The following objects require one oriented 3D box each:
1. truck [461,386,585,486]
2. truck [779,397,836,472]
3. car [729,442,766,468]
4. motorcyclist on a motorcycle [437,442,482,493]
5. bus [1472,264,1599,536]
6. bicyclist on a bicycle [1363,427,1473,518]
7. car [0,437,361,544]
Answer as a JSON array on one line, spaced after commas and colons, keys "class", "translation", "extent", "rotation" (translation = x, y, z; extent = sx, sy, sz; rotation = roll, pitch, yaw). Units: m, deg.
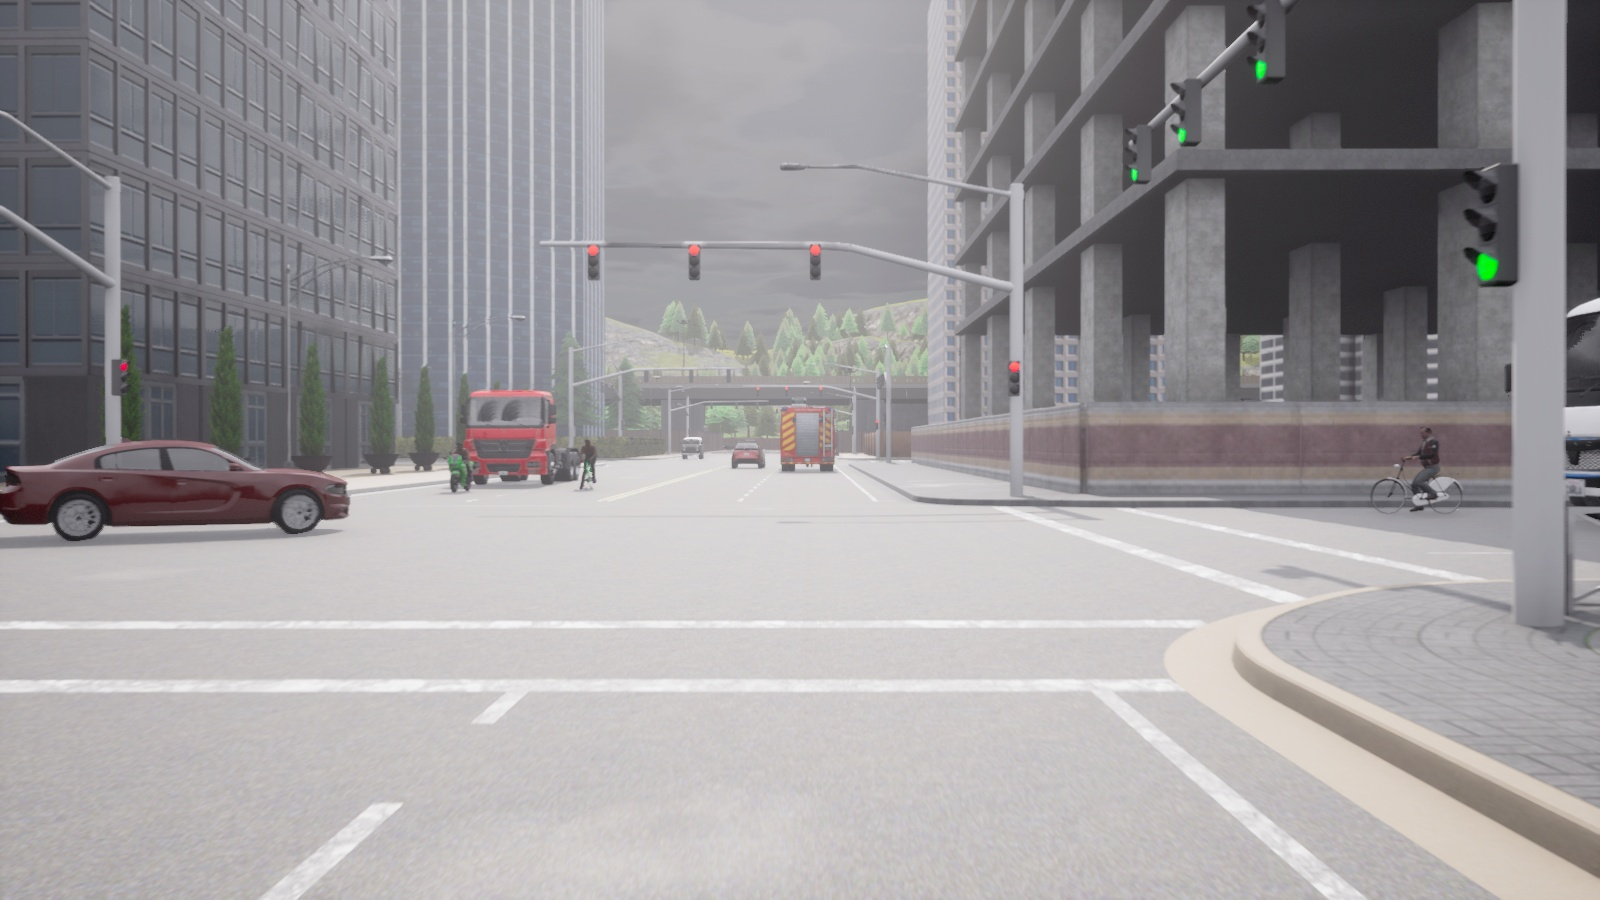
[{"class": "truck", "translation": [-10.220, -0.510, 47.198], "extent": [2.891, 3.462, 7.936], "rotation": [0, 0, 0]}, {"class": "truck", "translation": [0.405, -0.804, 68.460], "extent": [2.891, 3.827, 8.468], "rotation": [0, 0, 0]}, {"class": "car", "translation": [-3.063, 0.273, 74.103], "extent": [2.007, 1.525, 4.514], "rotation": [0, 0, 0]}, {"class": "motorcyclist on a motorcycle", "translation": [-10.269, 0.507, 37.928], "extent": [0.797, 1.523, 2.044], "rotation": [0, 0, 0]}, {"class": "bus", "translation": [17.676, -0.792, 21.428], "extent": [10.273, 4.253, 3.944], "rotation": [0, 0, 0]}, {"class": "bicyclist on a bicycle", "translation": [12.270, 0.431, 24.947], "extent": [1.843, 1.776, 0.659], "rotation": [0, 0, 0]}, {"class": "car", "translation": [-9.807, 0.573, 20.113], "extent": [5.008, 1.535, 1.882], "rotation": [0, 1, -27]}]
